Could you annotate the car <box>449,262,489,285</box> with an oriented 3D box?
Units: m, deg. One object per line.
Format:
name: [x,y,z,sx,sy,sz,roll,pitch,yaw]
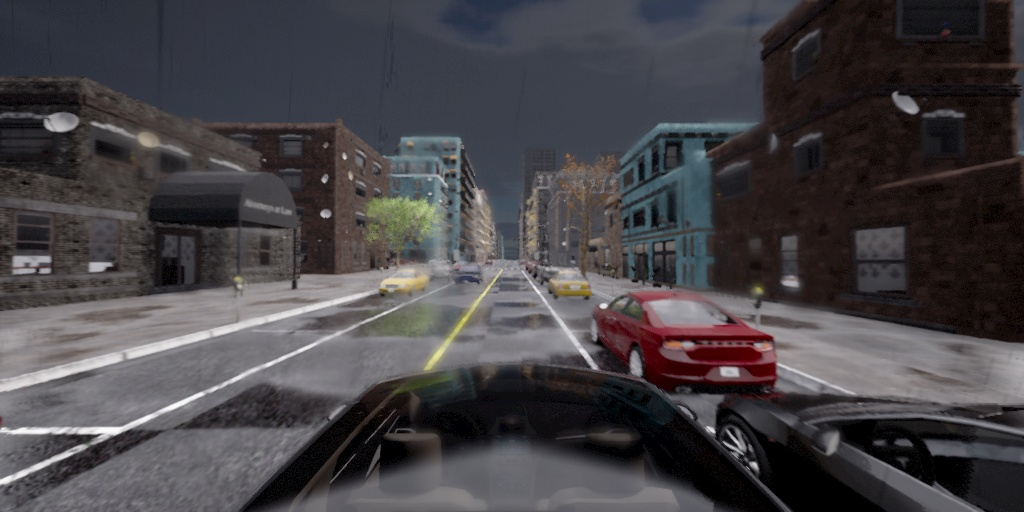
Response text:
car: [-3.116,1.378,27.157,2.033,1.411,5.357,0,0,0]

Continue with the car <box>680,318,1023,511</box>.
car: [2.692,1.315,1.454,1.948,1.339,4.313,0,0,0]

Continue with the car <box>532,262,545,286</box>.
car: [2.779,1.377,26.138,2.007,1.370,4.403,0,0,0]

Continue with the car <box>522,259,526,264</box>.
car: [2.793,1.460,51.686,1.888,1.381,4.507,0,0,0]

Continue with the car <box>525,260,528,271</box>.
car: [2.799,1.465,42.685,1.802,1.307,4.207,0,0,0]

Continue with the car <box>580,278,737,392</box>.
car: [2.696,1.310,6.681,1.888,1.381,4.507,0,0,0]

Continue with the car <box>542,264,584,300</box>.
car: [2.743,1.325,17.918,1.751,1.417,4.829,0,0,0]

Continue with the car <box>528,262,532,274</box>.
car: [2.804,1.418,33.683,1.948,1.339,4.313,0,0,0]

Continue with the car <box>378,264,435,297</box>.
car: [-5.768,1.332,19.525,1.751,1.417,4.829,0,0,0]

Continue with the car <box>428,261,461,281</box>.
car: [-5.828,1.393,30.761,2.007,1.370,4.403,0,0,0]

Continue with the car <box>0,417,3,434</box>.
car: [-5.688,1.189,1.451,1.967,1.591,4.097,0,0,0]
